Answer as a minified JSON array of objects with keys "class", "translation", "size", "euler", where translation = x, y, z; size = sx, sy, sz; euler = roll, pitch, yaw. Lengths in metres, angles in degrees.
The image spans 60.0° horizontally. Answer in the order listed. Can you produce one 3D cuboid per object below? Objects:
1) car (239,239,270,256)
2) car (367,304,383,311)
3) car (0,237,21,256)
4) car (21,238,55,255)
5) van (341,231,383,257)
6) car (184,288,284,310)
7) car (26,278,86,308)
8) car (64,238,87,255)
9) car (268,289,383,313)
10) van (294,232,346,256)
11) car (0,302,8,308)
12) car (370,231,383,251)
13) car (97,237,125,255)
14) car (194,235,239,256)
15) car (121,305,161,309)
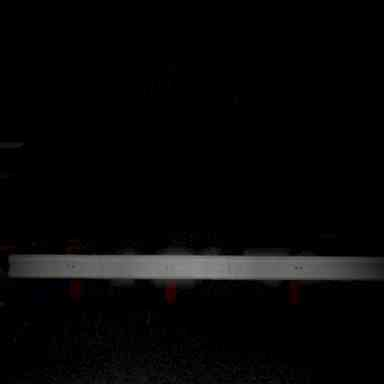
[{"class":"car","translation":[4.796,4.758,28.595],"size":[2.231,1.521,4.892],"euler":[0,-1,-20]},{"class":"car","translation":[7.299,4.805,11.639],"size":[2.231,1.521,4.892],"euler":[0,1,-20]},{"class":"car","translation":[-15.994,4.682,28.789],"size":[1.946,1.575,5.366],"euler":[0,-1,-20]},{"class":"car","translation":[-12.960,4.693,28.615],"size":[2.097,1.535,5.008],"euler":[0,-1,-20]},{"class":"van","translation":[13.623,4.562,28.696],"size":[1.878,1.987,4.442],"euler":[0,-1,-20]},{"class":"car","translation":[1.250,4.656,11.681],"size":[2.185,1.767,4.553],"euler":[0,1,-20]},{"class":"car","translation":[-4.775,4.510,11.630],"size":[2.435,2.045,5.566],"euler":[0,1,-20]},{"class":"car","translation":[-10.076,4.703,28.782],"size":[1.946,1.575,5.366],"euler":[0,-1,-20]},{"class":"car","translation":[4.279,4.667,11.686],"size":[2.185,1.767,4.553],"euler":[0,1,-20]},{"class":"van","translation":[10.664,4.552,28.701],"size":[1.878,1.987,4.442],"euler":[0,-1,-20]},{"class":"car","translation":[-7.876,4.744,11.838],"size":[1.946,1.575,5.366],"euler":[0,1,-20]},{"class":"car","translation":[16.641,4.545,28.562],"size":[2.435,2.045,5.566],"euler":[1,-1,-20]},{"class":"car","translation":[-7.030,4.744,28.585],"size":[2.163,1.488,4.792],"euler":[1,-1,-20]},{"class":"car","translation":[1.821,4.621,28.629],"size":[2.185,1.767,4.553],"euler":[1,-1,-20]},{"class":"car","translation":[-1.775,4.801,11.688],"size":[2.163,1.488,4.792],"euler":[0,1,-20]}]
